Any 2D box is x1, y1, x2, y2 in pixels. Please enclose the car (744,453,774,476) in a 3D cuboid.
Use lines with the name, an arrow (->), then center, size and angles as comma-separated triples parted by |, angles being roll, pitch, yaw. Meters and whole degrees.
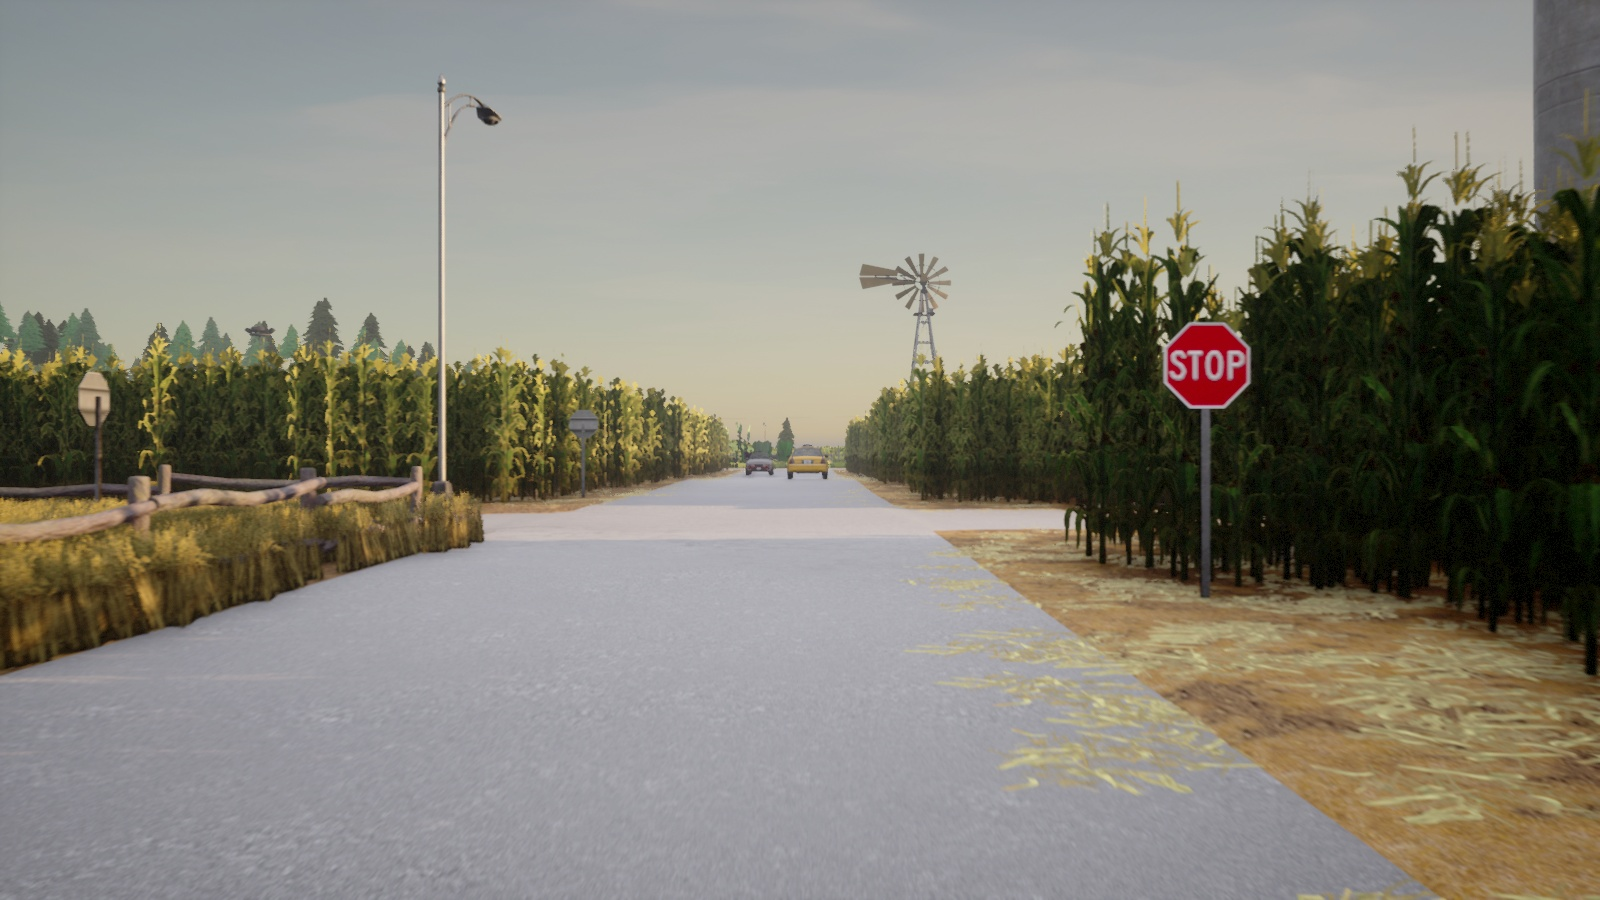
car -> -2.621, 0.923, 81.656 | 1.816, 1.474, 4.193 | 0, 0, 0

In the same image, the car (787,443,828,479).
car -> 0.339, 0.522, 56.958 | 1.801, 1.575, 5.366 | 0, -1, 0
